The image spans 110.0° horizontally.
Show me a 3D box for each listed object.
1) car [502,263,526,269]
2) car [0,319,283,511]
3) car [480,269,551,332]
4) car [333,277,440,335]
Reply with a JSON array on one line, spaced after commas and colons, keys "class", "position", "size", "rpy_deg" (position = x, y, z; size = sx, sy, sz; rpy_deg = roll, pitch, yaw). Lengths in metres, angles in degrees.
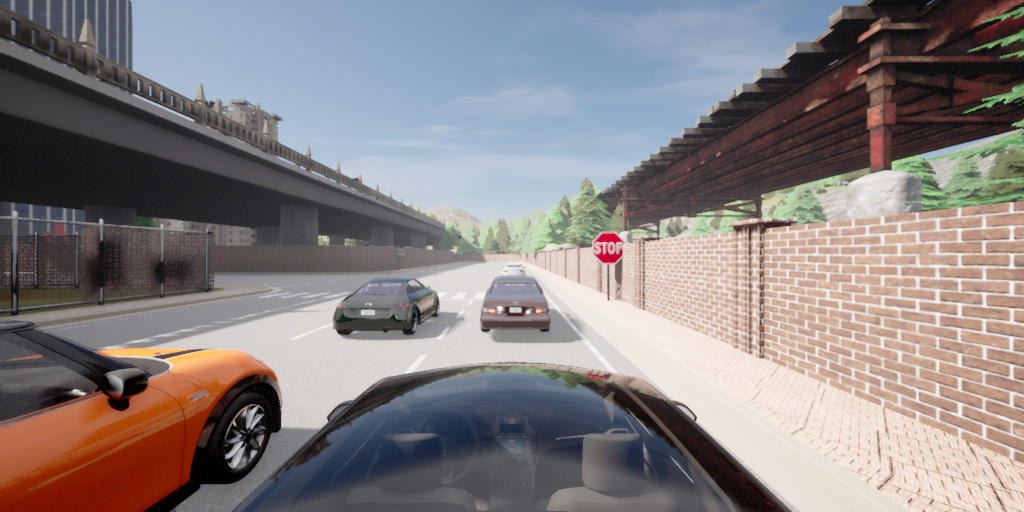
[{"class": "car", "position": [0.167, 1.271, 29.504], "size": [1.812, 1.442, 4.674], "rpy_deg": [0, 0, 0]}, {"class": "car", "position": [-3.401, 1.102, 1.817], "size": [2.097, 1.767, 4.553], "rpy_deg": [0, 0, 0]}, {"class": "car", "position": [0.081, 1.296, 10.801], "size": [2.033, 1.411, 5.357], "rpy_deg": [0, 0, 0]}, {"class": "car", "position": [-3.419, 1.312, 10.513], "size": [1.994, 1.385, 4.181], "rpy_deg": [0, 0, 0]}]
